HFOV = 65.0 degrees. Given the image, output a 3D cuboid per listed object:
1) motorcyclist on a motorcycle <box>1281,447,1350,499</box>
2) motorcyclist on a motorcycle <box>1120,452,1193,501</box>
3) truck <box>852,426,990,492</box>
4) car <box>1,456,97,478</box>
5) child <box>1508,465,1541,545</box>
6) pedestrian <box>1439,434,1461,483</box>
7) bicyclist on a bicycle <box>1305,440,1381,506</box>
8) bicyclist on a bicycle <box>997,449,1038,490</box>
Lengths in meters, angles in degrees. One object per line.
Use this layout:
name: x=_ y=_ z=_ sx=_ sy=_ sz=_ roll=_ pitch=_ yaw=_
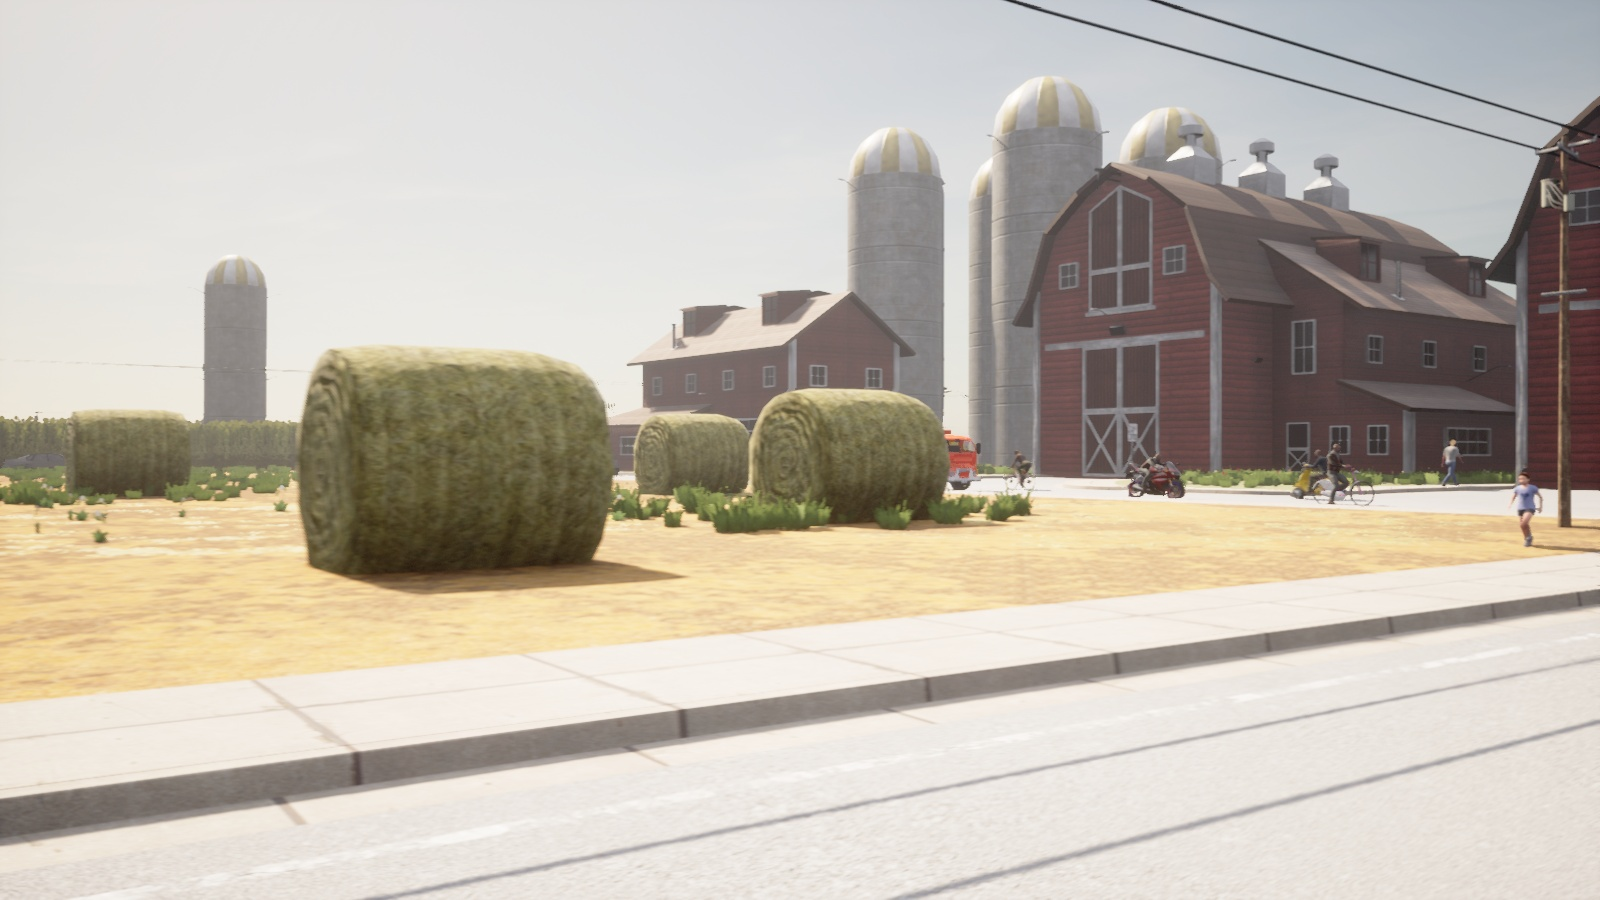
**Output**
motorcyclist on a motorcycle: x=16.279 y=0.727 z=39.670 sx=0.866 sy=1.590 sz=1.817 roll=-1 pitch=0 yaw=-36
motorcyclist on a motorcycle: x=11.444 y=0.828 z=40.385 sx=0.866 sy=1.530 sz=2.191 roll=0 pitch=0 yaw=-36
truck: x=4.707 y=0.345 z=49.696 sx=2.627 sy=2.467 sz=5.204 roll=0 pitch=0 yaw=-36
car: x=-49.732 y=1.101 z=83.214 sx=5.357 sy=1.411 sz=2.033 roll=0 pitch=0 yaw=-35
child: x=10.270 y=0.772 z=17.803 sx=0.394 sy=1.110 sz=0.255 roll=0 pitch=0 yaw=-36
pedestrian: x=24.284 y=0.324 z=46.894 sx=0.706 sy=1.836 sz=0.354 roll=0 pitch=0 yaw=-23
bicyclist on a bicycle: x=15.201 y=0.638 z=35.189 sx=0.659 sy=1.776 sz=1.843 roll=0 pitch=-1 yaw=-36
bicyclist on a bicycle: x=8.687 y=0.776 z=50.169 sx=0.582 sy=1.620 sz=1.656 roll=0 pitch=0 yaw=-36
